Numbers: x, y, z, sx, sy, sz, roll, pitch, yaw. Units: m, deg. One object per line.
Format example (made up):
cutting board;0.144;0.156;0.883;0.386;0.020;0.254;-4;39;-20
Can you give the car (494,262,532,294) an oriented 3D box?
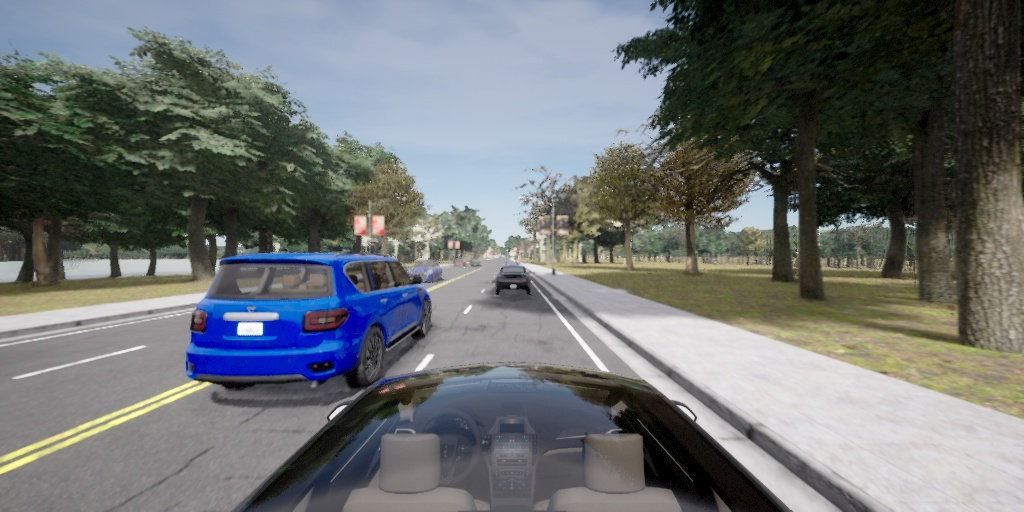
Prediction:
car;0.057;1.268;20.175;1.837;1.490;4.892;0;0;0

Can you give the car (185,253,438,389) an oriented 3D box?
car;-3.156;0.973;7.003;2.150;2.045;5.566;0;0;0

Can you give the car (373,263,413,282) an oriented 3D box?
car;-9.936;1.348;30.306;1.994;1.385;4.181;0;0;0

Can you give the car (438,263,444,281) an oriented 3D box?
car;-6.674;1.130;27.641;2.097;1.767;4.553;0;0;0
